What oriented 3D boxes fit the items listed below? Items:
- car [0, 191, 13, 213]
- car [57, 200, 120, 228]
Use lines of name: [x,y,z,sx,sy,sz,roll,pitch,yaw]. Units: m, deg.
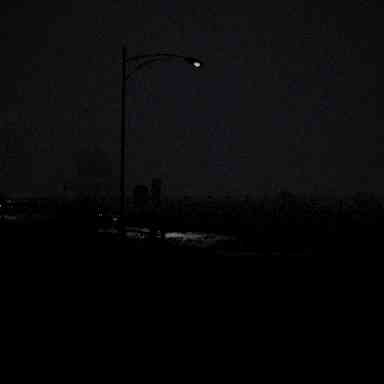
car: [-18.082,0.793,29.600,5.566,2.045,2.150,0,-1,40]
car: [-6.176,1.233,19.985,4.902,1.511,2.128,1,0,38]
